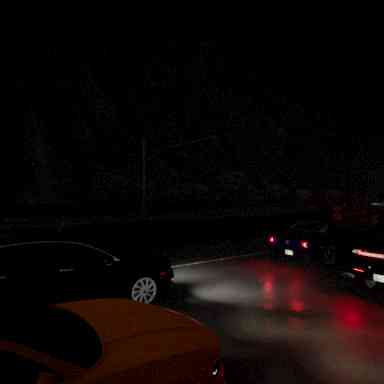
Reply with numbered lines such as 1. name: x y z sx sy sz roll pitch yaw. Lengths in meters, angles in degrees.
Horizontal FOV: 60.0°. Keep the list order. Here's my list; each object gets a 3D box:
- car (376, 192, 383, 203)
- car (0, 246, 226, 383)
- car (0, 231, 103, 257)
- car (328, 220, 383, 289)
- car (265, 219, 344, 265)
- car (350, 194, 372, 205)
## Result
1. car: 35.928 0.950 60.865 5.566 2.045 2.150 0 0 -36
2. car: -1.969 1.477 2.320 5.008 1.535 1.882 0 0 -36
3. car: -2.620 1.504 6.176 4.892 1.490 1.837 0 0 -36
4. car: 5.678 1.482 7.946 4.902 1.511 2.128 0 0 -36
5. car: 4.818 1.590 11.652 4.718 1.301 1.895 0 0 -36
6. car: 27.581 1.133 54.779 4.553 1.767 2.097 0 0 -36
